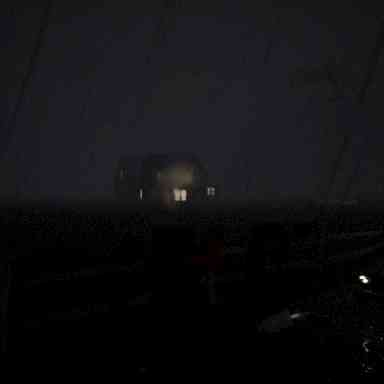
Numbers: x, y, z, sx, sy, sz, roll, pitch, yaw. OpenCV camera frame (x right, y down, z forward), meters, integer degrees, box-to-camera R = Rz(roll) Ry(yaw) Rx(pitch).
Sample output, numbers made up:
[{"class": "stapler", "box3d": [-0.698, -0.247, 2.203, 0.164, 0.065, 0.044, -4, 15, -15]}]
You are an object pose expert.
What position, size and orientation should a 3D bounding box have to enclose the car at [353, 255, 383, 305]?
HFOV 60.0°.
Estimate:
[{"class": "car", "box3d": [5.688, 1.535, 7.178, 5.357, 1.411, 2.033, 0, 0, -36]}]
